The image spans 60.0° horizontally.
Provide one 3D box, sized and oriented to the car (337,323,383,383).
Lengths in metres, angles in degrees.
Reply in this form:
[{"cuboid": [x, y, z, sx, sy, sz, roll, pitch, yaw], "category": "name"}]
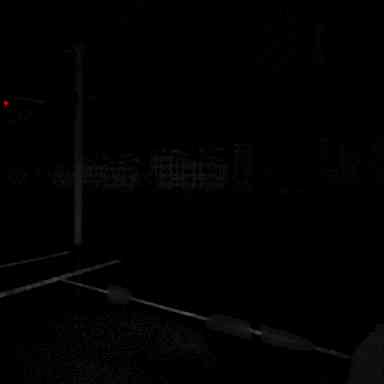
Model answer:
[{"cuboid": [3.267, 1.602, 1.666, 4.718, 1.301, 1.895, 0, 0, 35], "category": "car"}]
